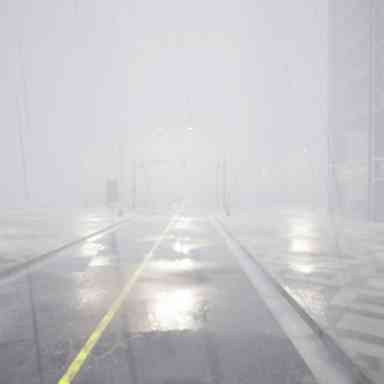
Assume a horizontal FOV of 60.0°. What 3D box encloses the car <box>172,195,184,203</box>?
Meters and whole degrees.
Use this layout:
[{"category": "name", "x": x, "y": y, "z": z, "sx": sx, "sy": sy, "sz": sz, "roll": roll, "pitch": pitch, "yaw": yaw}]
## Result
[{"category": "car", "x": -3.019, "y": 1.461, "z": 67.243, "sx": 2.128, "sy": 1.511, "sz": 4.902, "roll": 0, "pitch": 0, "yaw": 0}]
